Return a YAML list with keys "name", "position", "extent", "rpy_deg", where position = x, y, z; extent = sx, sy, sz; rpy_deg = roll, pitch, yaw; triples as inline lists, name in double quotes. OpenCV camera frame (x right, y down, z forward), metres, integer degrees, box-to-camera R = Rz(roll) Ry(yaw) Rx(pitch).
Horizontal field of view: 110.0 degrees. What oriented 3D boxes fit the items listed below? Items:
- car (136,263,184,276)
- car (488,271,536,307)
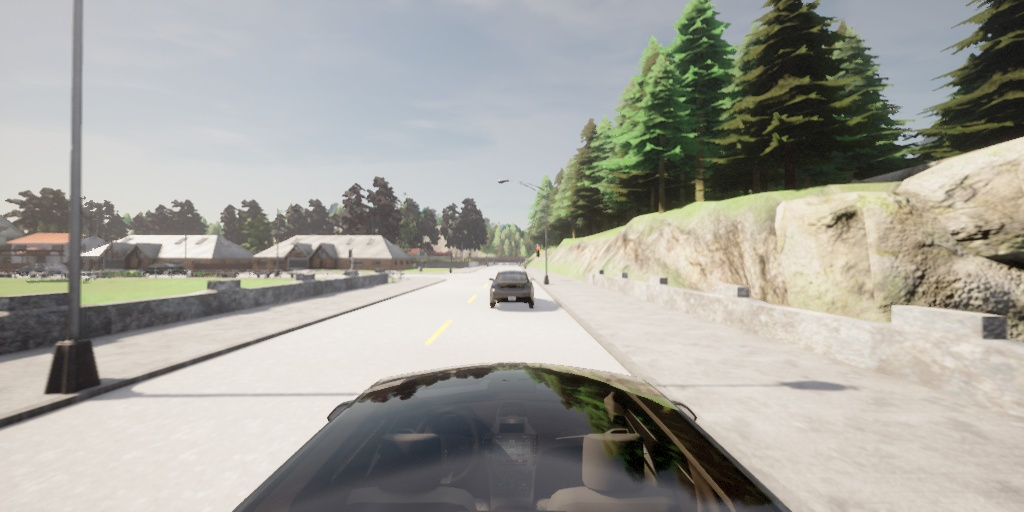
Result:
- name: "car"
  position: [-43.992, 1.637, 44.852]
  extent: [5.008, 1.535, 1.882]
  rpy_deg: [0, -1, 0]
- name: "car"
  position: [0.002, 1.395, 16.173]
  extent: [1.837, 1.490, 4.892]
  rpy_deg: [0, 0, 0]
